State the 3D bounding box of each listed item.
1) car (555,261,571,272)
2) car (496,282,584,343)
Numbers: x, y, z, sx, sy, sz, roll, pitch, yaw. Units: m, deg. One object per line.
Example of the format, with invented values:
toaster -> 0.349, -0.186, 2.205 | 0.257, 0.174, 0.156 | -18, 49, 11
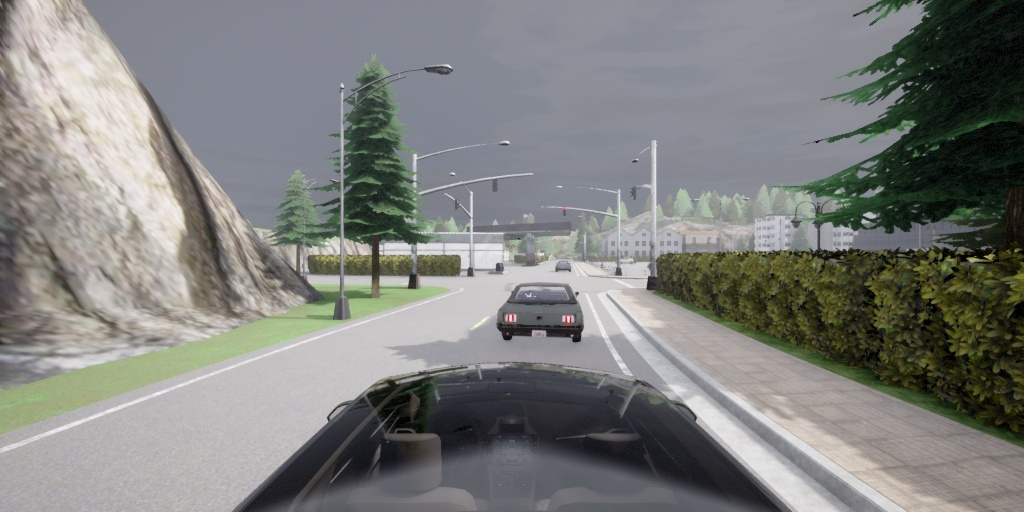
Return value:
car -> 6.567, 1.314, 45.822 | 1.994, 1.385, 4.181 | 0, 0, 9
car -> 0.883, 1.351, 9.760 | 1.895, 1.301, 4.718 | 0, 0, 8
